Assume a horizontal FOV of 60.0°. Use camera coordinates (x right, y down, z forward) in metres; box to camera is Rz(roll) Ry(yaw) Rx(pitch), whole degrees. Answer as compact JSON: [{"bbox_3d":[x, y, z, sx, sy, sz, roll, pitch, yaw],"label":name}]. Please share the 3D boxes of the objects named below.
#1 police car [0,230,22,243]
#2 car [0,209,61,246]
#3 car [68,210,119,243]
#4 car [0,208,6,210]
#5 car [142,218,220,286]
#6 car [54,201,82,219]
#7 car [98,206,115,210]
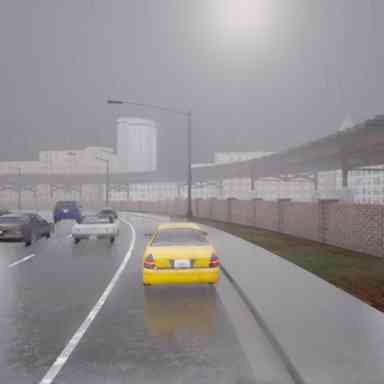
[{"bbox_3d":[-3.474,1.428,2.319,1.930,1.638,5.238,0,0,-2],"label":"police car"},{"bbox_3d":[-8.136,1.721,15.921,2.033,1.411,5.357,0,-1,-9],"label":"car"},{"bbox_3d":[-4.789,1.794,17.132,1.895,1.301,4.718,0,-1,-9],"label":"car"},{"bbox_3d":[-20.155,2.359,34.492,1.895,1.301,4.718,0,-2,-20],"label":"car"},{"bbox_3d":[-0.421,1.516,9.572,1.801,1.575,5.366,0,-1,-5],"label":"car"},{"bbox_3d":[-11.518,1.819,30.860,2.150,2.045,5.566,0,-1,-17],"label":"car"},{"bbox_3d":[-8.438,2.136,32.724,1.837,1.490,4.892,0,-1,-17],"label":"car"}]
